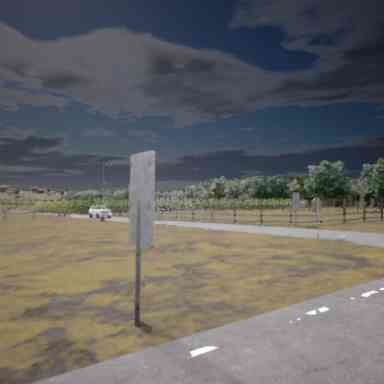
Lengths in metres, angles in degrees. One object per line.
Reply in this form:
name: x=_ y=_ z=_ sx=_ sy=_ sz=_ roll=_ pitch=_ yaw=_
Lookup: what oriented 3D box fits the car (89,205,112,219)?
car: x=-14.569 y=3.150 z=52.847 sx=2.150 sy=2.045 sz=5.566 roll=2 pitch=-3 yaw=-35
